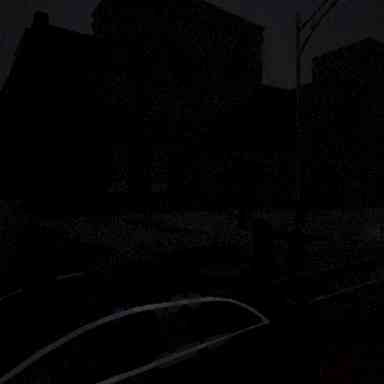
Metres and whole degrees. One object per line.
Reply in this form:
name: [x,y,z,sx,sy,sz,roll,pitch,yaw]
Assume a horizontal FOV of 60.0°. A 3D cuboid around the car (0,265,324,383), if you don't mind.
car: [-0.935,1.492,2.711,4.902,1.511,2.128,0,0,-36]
